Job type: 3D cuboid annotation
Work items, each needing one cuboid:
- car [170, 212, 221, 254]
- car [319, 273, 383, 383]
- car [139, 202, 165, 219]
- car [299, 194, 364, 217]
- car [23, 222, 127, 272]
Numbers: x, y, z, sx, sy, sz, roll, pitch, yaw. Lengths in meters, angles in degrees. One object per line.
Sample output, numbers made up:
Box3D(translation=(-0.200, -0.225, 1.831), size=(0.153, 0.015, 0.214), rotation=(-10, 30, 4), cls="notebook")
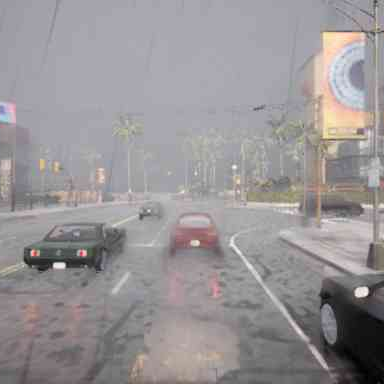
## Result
Box3D(translation=(0.124, 1.531, 13.357), size=(1.812, 1.442, 4.674), rotation=(0, 0, 1), cls="car")
Box3D(translation=(2.900, 1.481, 3.195), size=(2.097, 1.535, 5.008), rotation=(0, 0, 0), cls="car")
Box3D(translation=(-3.404, 1.558, 28.813), size=(2.033, 1.411, 5.357), rotation=(0, 0, 0), cls="car")
Box3D(translation=(12.615, 1.232, 30.252), size=(5.566, 2.045, 2.150), rotation=(0, -1, -4), cls="car")
Box3D(translation=(-3.401, 1.605, 10.764), size=(1.895, 1.301, 4.718), rotation=(0, 0, 0), cls="car")
